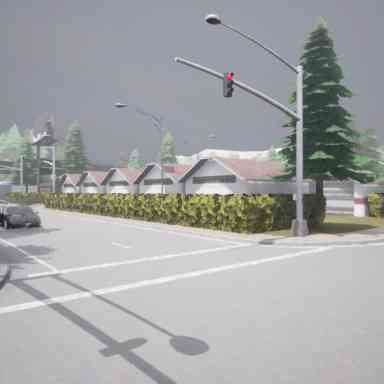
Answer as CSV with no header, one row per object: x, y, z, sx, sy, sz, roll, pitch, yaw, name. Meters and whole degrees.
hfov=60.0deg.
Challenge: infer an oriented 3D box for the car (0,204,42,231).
-10.966,1.561,20.959,1.837,1.490,4.892,0,2,-39,car
